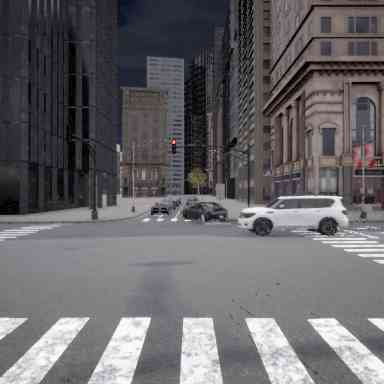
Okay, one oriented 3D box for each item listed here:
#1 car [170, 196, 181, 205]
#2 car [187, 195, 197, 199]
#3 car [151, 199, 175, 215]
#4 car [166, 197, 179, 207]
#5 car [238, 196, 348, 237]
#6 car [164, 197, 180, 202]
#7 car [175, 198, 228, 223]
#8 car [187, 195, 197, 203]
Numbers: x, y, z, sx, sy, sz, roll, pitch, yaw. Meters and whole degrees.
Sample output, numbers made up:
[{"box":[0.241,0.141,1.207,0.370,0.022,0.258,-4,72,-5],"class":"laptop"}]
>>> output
[{"box":[-3.005,1.597,62.777,1.882,1.535,5.008,0,0,0],"class":"car"},{"box":[0.107,1.579,52.246,2.128,1.511,4.902,0,0,0],"class":"car"},{"box":[-3.057,1.644,33.822,1.895,1.301,4.718,0,0,0],"class":"car"},{"box":[-3.053,1.593,52.629,1.837,1.490,4.892,0,0,0],"class":"car"},{"box":[5.276,1.210,17.626,5.566,2.045,2.150,0,0,0],"class":"car"},{"box":[-3.064,1.556,43.218,2.128,1.511,4.902,0,0,0],"class":"car"},{"box":[0.880,1.536,25.928,1.837,1.490,4.892,-4,2,-30],"class":"car"},{"box":[-0.011,1.517,74.798,2.097,1.767,4.553,0,0,0],"class":"car"}]
